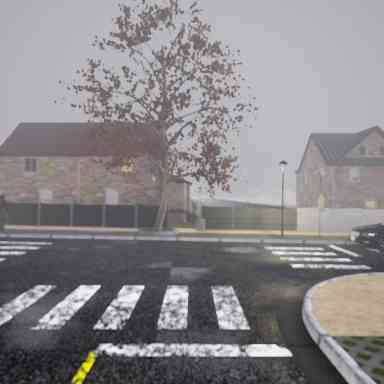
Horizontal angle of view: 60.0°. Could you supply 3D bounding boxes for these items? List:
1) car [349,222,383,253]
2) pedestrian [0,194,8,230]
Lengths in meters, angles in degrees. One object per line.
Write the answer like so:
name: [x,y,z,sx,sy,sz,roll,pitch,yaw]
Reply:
car: [9.264,1.763,14.075,4.902,1.511,2.128,1,0,0]
pedestrian: [-9.666,1.029,16.911,0.375,1.860,0.375,0,-2,0]
